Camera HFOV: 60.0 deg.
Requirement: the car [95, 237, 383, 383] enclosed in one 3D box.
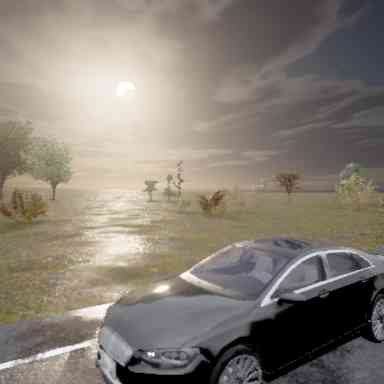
[{"bbox_3d":[1.142,1.478,4.808,4.902,1.511,2.128,0,0,-36],"label":"car"}]
